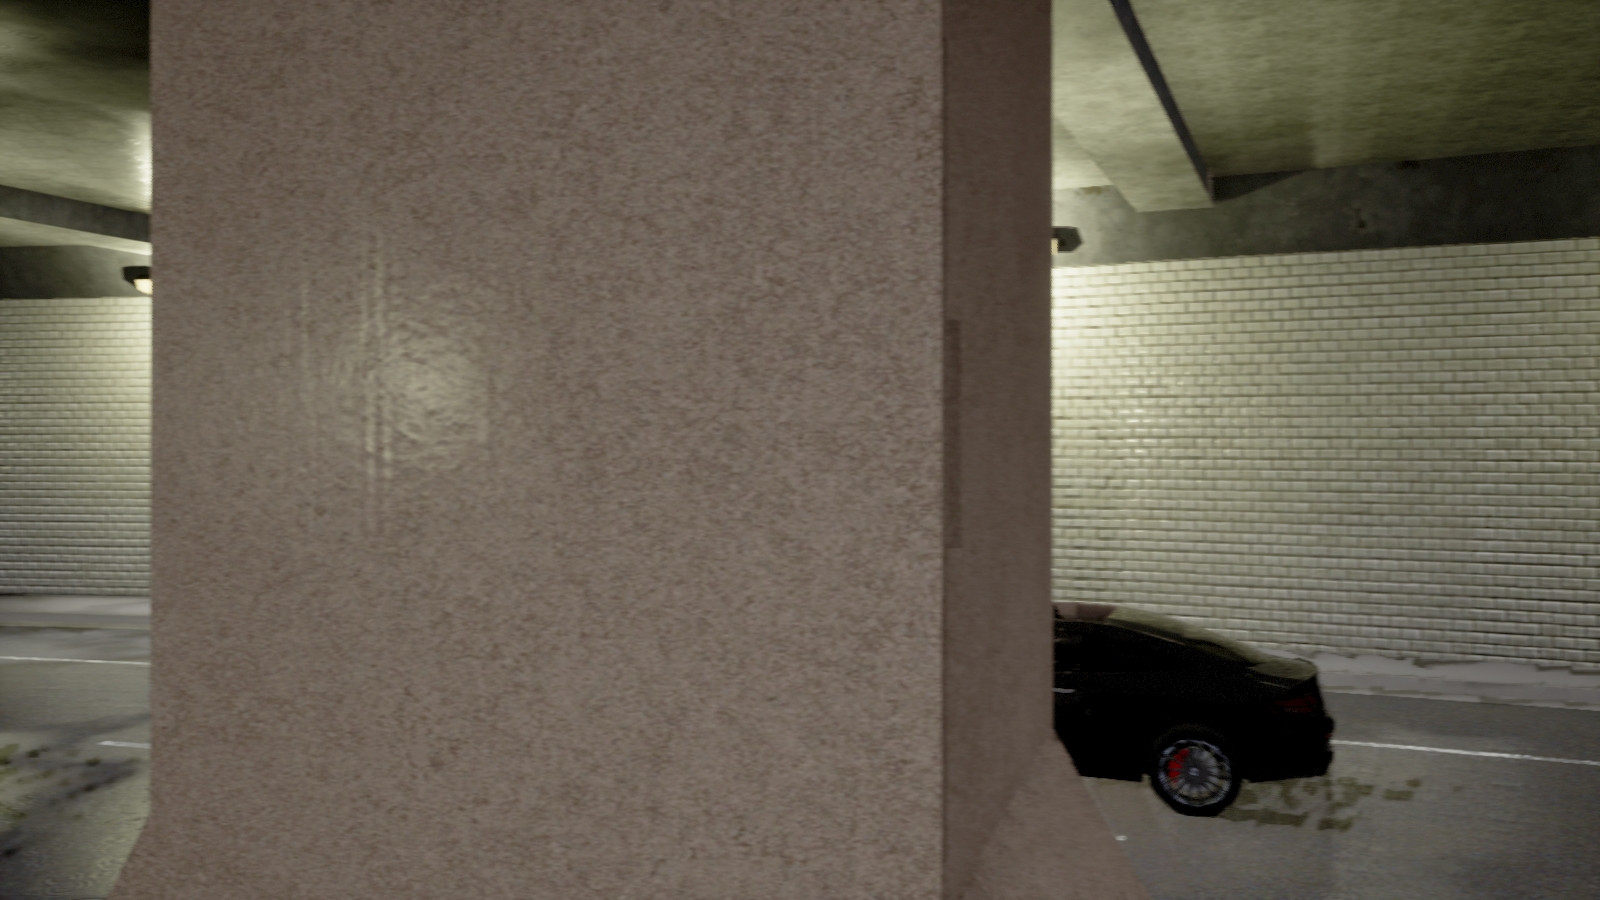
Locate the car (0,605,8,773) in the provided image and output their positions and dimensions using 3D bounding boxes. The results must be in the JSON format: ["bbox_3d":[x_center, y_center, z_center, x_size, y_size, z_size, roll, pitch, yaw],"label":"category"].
[{"bbox_3d":[-9.430,2.079,9.550,4.674,1.442,2.002,0,0,13],"label":"car"}]

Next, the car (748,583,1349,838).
[{"bbox_3d":[2.090,2.078,9.964,4.674,1.442,2.002,0,0,20],"label":"car"}]
